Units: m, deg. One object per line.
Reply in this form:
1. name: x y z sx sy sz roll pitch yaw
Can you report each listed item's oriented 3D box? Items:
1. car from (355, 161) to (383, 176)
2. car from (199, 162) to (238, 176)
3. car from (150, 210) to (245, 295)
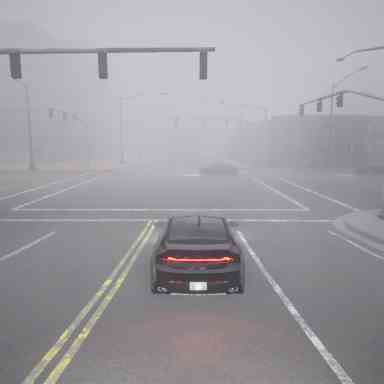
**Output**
1. car: 20.082 -2.510 35.580 4.892 1.490 1.837 1 8 0
2. car: 2.868 -2.462 35.696 4.181 1.385 1.994 0 8 0
3. car: 0.113 1.198 8.097 1.837 1.490 4.892 0 4 0
